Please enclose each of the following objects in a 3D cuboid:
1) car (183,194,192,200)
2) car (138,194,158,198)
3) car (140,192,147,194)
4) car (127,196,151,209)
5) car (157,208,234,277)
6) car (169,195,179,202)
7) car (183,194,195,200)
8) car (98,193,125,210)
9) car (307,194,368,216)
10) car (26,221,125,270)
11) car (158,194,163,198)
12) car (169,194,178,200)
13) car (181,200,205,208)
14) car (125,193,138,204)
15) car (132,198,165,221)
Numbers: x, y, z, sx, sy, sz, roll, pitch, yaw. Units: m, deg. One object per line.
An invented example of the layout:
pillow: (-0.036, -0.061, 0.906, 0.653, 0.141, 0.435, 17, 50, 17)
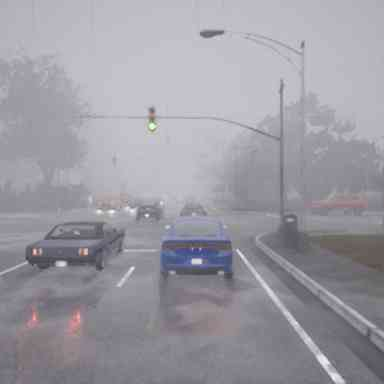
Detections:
car: (-1.271, 1.307, 85.839, 1.837, 1.490, 4.892, 0, 0, -7)
car: (-7.057, 1.455, 53.744, 1.882, 1.535, 5.008, 0, 0, 0)
car: (-10.912, 1.112, 73.702, 2.150, 2.045, 5.566, 0, 0, -3)
car: (-7.086, 1.552, 44.934, 1.994, 1.385, 4.181, 0, 0, 0)
car: (0.145, 1.476, 10.258, 1.882, 1.535, 5.008, 0, 0, 1)
car: (-3.979, 1.421, 75.091, 2.033, 1.411, 5.357, 0, 0, -4)
car: (-0.517, 1.232, 75.914, 2.097, 1.767, 4.553, 0, 0, -4)
car: (-10.613, 1.341, 43.321, 2.097, 1.767, 4.553, 0, 0, 1)
car: (14.121, 1.214, 32.360, 5.566, 2.045, 2.150, 0, 0, -6)
car: (-3.472, 1.599, 10.957, 1.895, 1.301, 4.718, 0, 0, -1)
car: (-7.090, 1.546, 63.768, 1.895, 1.301, 4.718, 0, 0, -1)
car: (-4.769, 1.346, 85.560, 2.033, 1.411, 5.357, 0, 0, -7)
car: (0.104, 1.558, 25.987, 1.994, 1.385, 4.181, 0, 0, 0)
car: (-10.554, 1.201, 52.906, 2.150, 2.045, 5.566, 0, 0, 0)
car: (-3.395, 1.499, 27.485, 1.837, 1.490, 4.892, 0, 0, 0)
